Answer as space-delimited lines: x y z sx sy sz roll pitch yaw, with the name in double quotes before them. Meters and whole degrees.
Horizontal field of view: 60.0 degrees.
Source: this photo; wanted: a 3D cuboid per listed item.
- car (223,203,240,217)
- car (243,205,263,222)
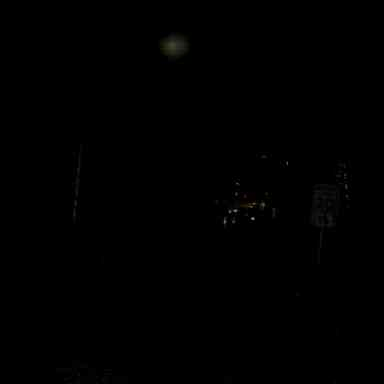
"car" 4.946 2.157 41.375 2.128 1.511 4.902 5 -1 11
"car" 6.308 2.324 34.093 1.895 1.301 4.718 5 -1 11
